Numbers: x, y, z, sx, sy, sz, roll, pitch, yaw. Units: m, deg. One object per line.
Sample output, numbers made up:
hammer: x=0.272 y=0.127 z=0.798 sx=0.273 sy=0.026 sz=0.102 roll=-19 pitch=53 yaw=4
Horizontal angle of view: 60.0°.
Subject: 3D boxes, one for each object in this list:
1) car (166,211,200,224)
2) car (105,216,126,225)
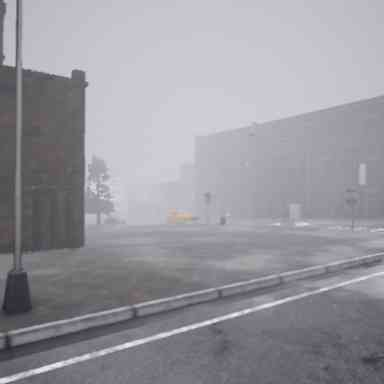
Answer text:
car: x=-1.123 y=2.899 z=37.952 sx=1.882 sy=1.535 sz=5.008 roll=0 pitch=-5 yaw=-36
car: x=-12.294 y=4.623 z=53.215 sx=2.128 sy=1.511 sz=4.902 roll=0 pitch=-5 yaw=-37
